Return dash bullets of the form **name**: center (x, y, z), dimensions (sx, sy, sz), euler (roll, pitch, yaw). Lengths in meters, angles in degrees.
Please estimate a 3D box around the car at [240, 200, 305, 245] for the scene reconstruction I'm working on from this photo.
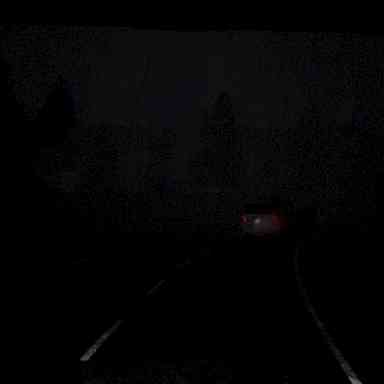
- **car**: center (4.237, 1.430, 17.109), dimensions (2.150, 2.045, 5.566), euler (-1, -1, 29)
